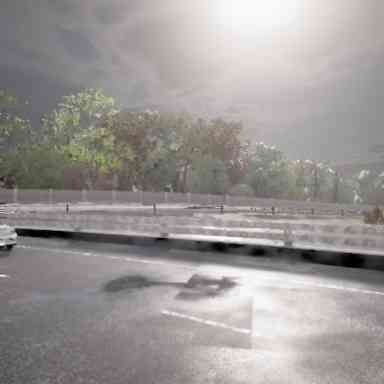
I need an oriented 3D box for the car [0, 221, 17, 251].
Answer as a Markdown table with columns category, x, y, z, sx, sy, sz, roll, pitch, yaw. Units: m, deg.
| category | x | y | z | sx | sy | sz | roll | pitch | yaw |
| --- | --- | --- | --- | --- | --- | --- | --- | --- | --- |
| car | -9.039 | 1.687 | 13.387 | 4.674 | 1.442 | 1.812 | 0 | 0 | 28 |
